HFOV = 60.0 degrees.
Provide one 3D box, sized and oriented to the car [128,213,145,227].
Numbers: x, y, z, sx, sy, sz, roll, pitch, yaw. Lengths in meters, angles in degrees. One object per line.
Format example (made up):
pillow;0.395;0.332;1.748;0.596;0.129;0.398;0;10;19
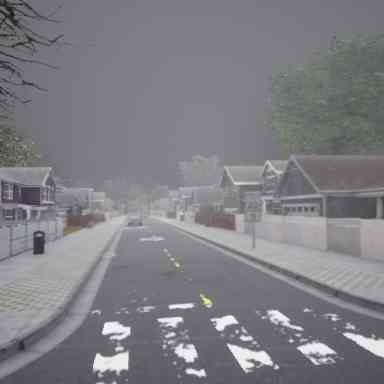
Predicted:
car;-8.012;4.074;47.126;1.812;1.442;4.674;-1;-3;-10

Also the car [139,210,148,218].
car;-13.455;6.523;93.065;1.994;1.385;4.181;-1;-3;-10
